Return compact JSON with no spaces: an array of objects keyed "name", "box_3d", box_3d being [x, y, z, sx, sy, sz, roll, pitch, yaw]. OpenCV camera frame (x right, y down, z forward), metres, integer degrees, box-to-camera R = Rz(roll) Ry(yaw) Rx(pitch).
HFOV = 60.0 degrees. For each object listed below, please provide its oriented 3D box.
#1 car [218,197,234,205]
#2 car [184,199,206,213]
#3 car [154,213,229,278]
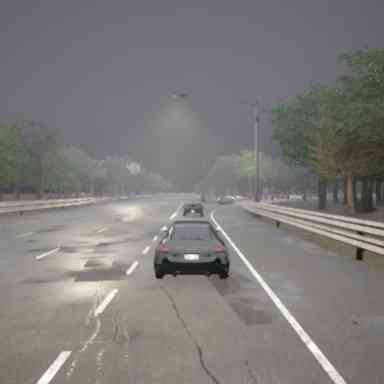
[{"name":"car","box_3d":[6.040,1.542,58.199,1.994,1.385,4.181,0,0,21]},{"name":"car","box_3d":[0.251,1.493,32.328,1.837,1.490,4.892,-1,0,4]},{"name":"car","box_3d":[-0.008,1.563,10.144,1.994,1.385,4.181,0,0,0]}]
